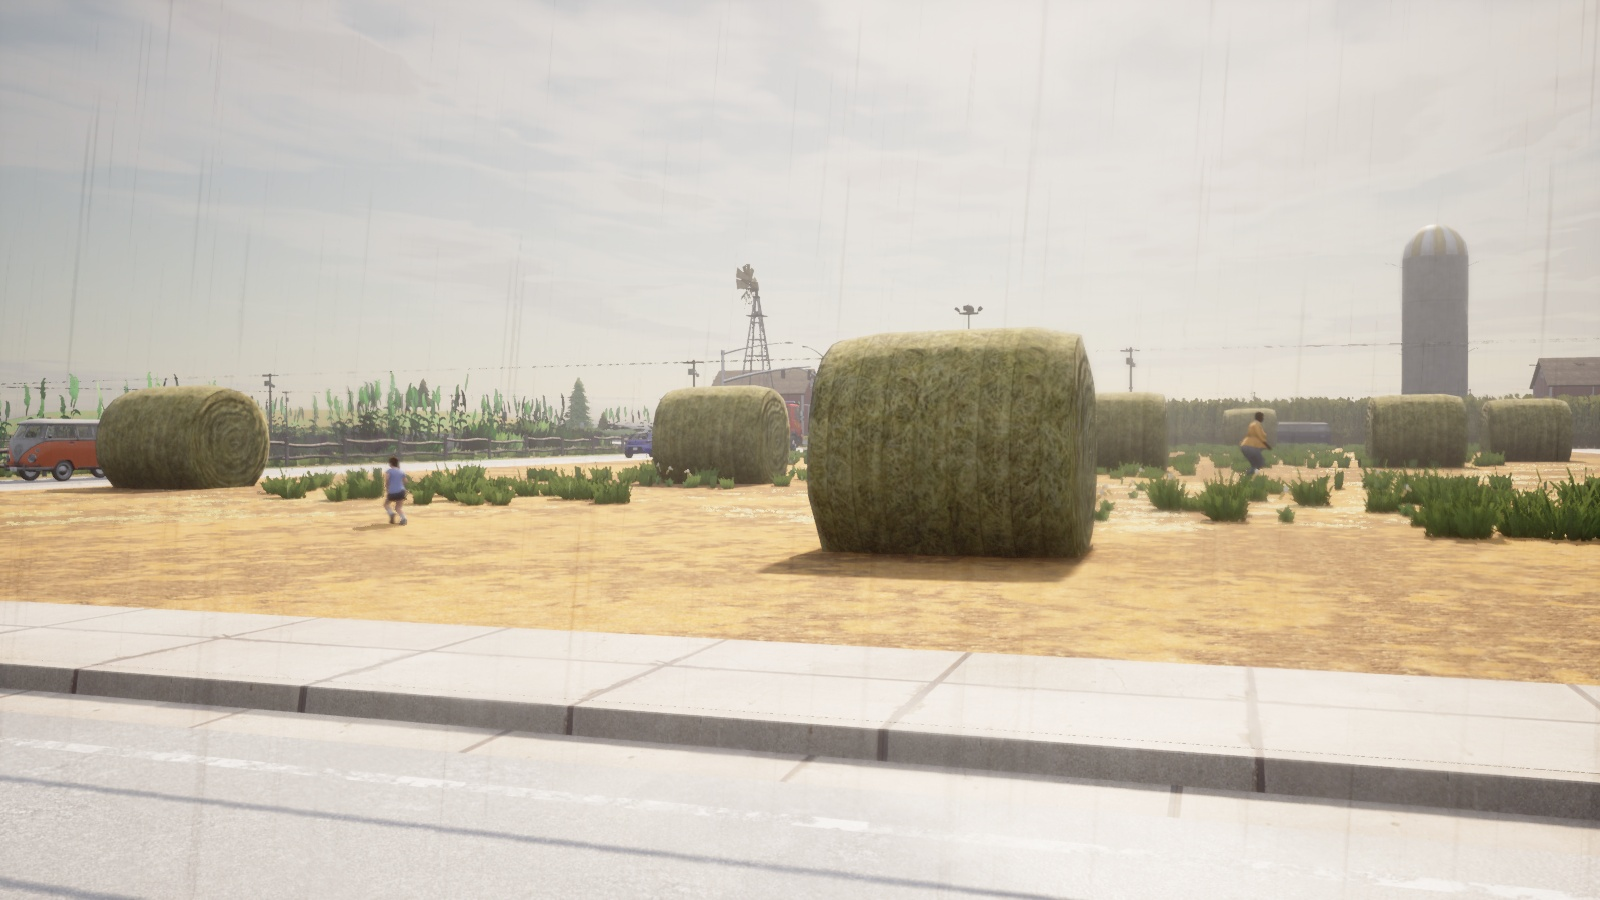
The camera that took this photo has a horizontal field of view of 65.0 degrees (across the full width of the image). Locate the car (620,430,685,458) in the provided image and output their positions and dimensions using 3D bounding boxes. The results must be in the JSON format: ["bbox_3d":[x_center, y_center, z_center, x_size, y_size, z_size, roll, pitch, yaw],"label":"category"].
[{"bbox_3d":[-8.255,-0.356,70.618,1.816,1.474,4.193,1,1,21],"label":"car"}]

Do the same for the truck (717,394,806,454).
[{"bbox_3d":[-2.522,-1.747,85.215,2.891,3.827,8.468,1,1,22],"label":"truck"}]

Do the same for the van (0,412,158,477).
[{"bbox_3d":[-23.552,-0.202,41.124,1.775,1.987,4.442,1,1,21],"label":"van"}]

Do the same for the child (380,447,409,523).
[{"bbox_3d":[-6.039,0.510,18.710,0.394,1.110,0.255,1,1,44],"label":"child"}]

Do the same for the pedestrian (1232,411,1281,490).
[{"bbox_3d":[10.933,0.011,30.080,0.900,1.855,0.874,0,1,5],"label":"pedestrian"}]
